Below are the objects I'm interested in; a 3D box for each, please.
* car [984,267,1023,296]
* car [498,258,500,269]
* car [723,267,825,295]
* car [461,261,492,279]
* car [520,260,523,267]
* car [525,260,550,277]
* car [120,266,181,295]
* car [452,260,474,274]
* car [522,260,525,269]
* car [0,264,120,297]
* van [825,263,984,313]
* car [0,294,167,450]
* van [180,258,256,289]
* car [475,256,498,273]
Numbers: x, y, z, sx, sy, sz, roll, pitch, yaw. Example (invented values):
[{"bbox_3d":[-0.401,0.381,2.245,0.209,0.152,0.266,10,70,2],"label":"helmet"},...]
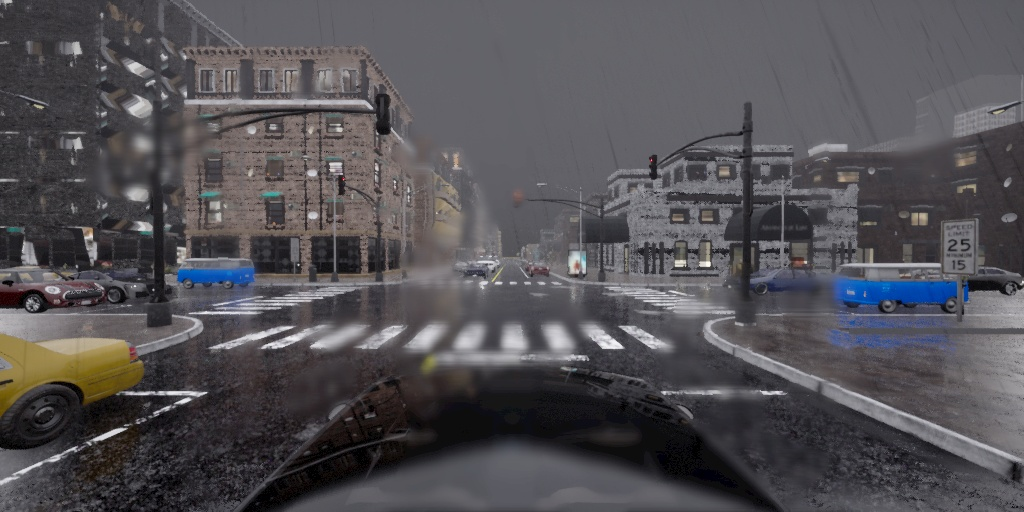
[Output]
[{"bbox_3d":[24.410,1.290,19.408,4.902,1.511,2.128,0,0,0],"label":"car"},{"bbox_3d":[-3.160,0.988,58.501,2.150,2.045,5.566,0,1,0],"label":"car"},{"bbox_3d":[14.485,1.320,19.324,5.357,1.411,2.033,0,0,-1],"label":"car"},{"bbox_3d":[-3.145,1.355,32.813,1.895,1.301,4.718,0,0,0],"label":"car"},{"bbox_3d":[2.618,1.320,52.312,2.007,1.370,4.403,0,0,0],"label":"car"},{"bbox_3d":[2.643,1.195,35.222,1.967,1.591,4.097,0,0,0],"label":"car"},{"bbox_3d":[-17.753,1.295,15.835,4.181,1.385,1.994,0,0,-1],"label":"car"},{"bbox_3d":[-5.746,1.310,40.894,2.007,1.370,4.403,0,0,0],"label":"car"},{"bbox_3d":[2.626,1.347,46.615,1.802,1.307,4.207,0,0,0],"label":"car"},{"bbox_3d":[-17.738,1.190,13.251,4.097,1.591,1.967,0,0,-1],"label":"car"},{"bbox_3d":[14.639,1.156,13.538,3.998,1.789,1.690,0,0,-1],"label":"van"},{"bbox_3d":[-5.692,1.275,2.573,1.751,1.417,4.829,0,0,0],"label":"car"},{"bbox_3d":[-17.793,1.030,21.632,3.998,1.789,1.690,0,0,-1],"label":"van"},{"bbox_3d":[-3.160,0.986,43.677,2.150,2.045,5.566,0,0,0],"label":"car"}]
